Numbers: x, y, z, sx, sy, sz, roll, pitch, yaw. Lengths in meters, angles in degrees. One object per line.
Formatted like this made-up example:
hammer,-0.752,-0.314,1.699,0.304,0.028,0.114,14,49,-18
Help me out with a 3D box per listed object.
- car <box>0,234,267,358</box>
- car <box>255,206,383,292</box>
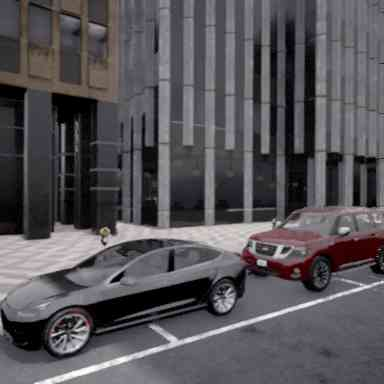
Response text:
car,-0.922,1.563,5.982,4.313,1.339,1.947,1,0,-35
car,3.704,1.353,9.206,5.009,1.841,2.192,1,0,-35
